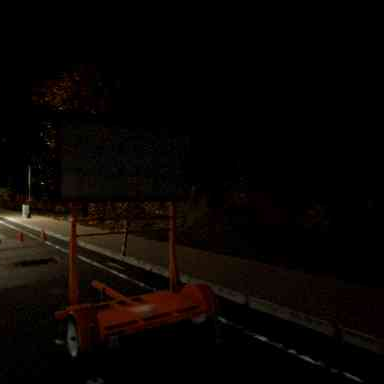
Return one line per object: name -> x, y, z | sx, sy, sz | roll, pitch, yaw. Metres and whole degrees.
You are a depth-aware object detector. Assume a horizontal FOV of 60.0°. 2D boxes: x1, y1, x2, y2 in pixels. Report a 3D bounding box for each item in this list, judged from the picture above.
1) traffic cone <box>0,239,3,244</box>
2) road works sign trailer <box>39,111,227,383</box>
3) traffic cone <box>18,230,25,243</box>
traffic cone -> -9.269, 2.186, 15.911 | 0.340, 0.580, 0.340 | 1, -1, -37
road works sign trailer -> -1.174, 0.563, 5.752 | 2.380, 3.560, 2.880 | 1, -1, -37
traffic cone -> -8.468, 2.201, 16.510 | 0.340, 0.580, 0.340 | 1, -1, -37
